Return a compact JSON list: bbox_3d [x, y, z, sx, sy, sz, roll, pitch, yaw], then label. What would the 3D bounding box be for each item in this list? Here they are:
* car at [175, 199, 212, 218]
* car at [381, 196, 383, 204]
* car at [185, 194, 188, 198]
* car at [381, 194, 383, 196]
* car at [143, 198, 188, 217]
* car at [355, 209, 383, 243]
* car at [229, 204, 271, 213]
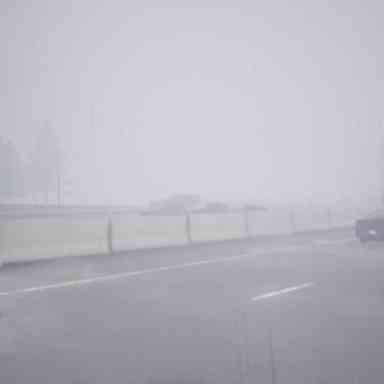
[{"bbox_3d":[1.314,1.496,26.433,4.674,1.442,1.812,0,0,-36],"label":"car"},{"bbox_3d":[32.496,1.690,52.894,4.718,1.301,1.895,1,-1,-35],"label":"car"},{"bbox_3d":[-1.447,1.189,33.062,5.566,2.045,2.150,0,0,-36],"label":"car"},{"bbox_3d":[31.903,1.333,56.755,5.566,2.045,2.150,1,0,-35],"label":"car"},{"bbox_3d":[-1.846,1.521,28.479,5.357,1.411,2.033,0,0,-36],"label":"car"},{"bbox_3d":[9.147,1.446,14.579,5.008,1.535,1.882,0,0,-35],"label":"car"},{"bbox_3d":[3.871,1.532,23.958,4.181,1.385,1.994,0,0,-36],"label":"car"}]
